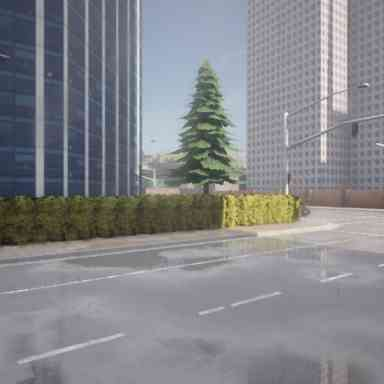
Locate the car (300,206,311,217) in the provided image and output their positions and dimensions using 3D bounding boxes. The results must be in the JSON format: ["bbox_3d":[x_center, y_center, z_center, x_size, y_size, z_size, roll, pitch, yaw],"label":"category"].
[{"bbox_3d":[8.894,1.564,31.011,1.994,1.385,4.181,0,0,-35],"label":"car"}]

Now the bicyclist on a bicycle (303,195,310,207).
[{"bbox_3d":[16.291,1.301,47.377,1.656,1.620,0.582,0,0,-35],"label":"bicyclist on a bicycle"}]
